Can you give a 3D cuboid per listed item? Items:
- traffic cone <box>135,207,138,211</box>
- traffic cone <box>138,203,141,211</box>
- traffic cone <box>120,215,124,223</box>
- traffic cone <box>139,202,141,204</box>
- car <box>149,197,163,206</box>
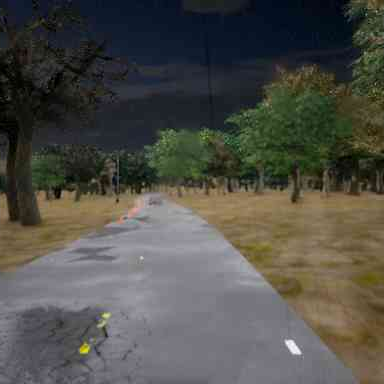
[{"bbox_3d":[-5.903,1.903,33.878,0.340,0.580,0.340,0,0,-6],"label":"traffic cone"},{"bbox_3d":[-6.420,1.875,38.815,0.340,0.580,0.340,0,0,-6],"label":"traffic cone"},{"bbox_3d":[-5.066,1.945,23.985,0.340,0.580,0.340,0,0,-4],"label":"traffic cone"},{"bbox_3d":[-7.006,1.847,43.743,0.340,0.580,0.340,0,0,-7],"label":"traffic cone"},{"bbox_3d":[-5.571,1.401,50.784,1.994,1.385,4.181,0,0,-8],"label":"car"}]
